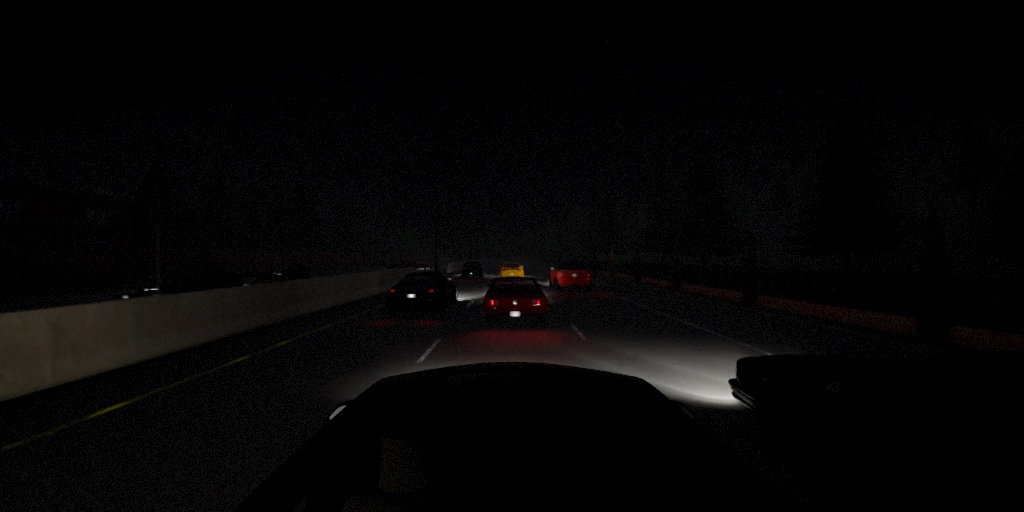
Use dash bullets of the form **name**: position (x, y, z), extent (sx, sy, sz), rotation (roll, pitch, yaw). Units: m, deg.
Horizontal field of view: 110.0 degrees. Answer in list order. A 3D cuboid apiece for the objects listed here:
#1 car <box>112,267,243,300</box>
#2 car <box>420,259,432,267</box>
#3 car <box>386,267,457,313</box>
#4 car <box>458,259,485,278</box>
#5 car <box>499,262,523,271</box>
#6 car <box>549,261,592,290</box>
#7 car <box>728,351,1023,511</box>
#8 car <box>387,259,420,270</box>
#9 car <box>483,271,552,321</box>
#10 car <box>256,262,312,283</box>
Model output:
- **car**: position (-14.113, 1.251, 15.538), extent (2.128, 1.511, 4.902), rotation (0, 0, 0)
- **car**: position (-15.003, 1.265, 61.396), extent (1.882, 1.535, 5.008), rotation (0, 0, -1)
- **car**: position (-3.405, 1.322, 14.137), extent (1.994, 1.385, 4.181), rotation (0, 0, 0)
- **car**: position (-3.665, 1.275, 33.873), extent (1.837, 1.490, 4.892), rotation (0, 0, -2)
- **car**: position (-0.066, 1.246, 30.261), extent (1.882, 1.535, 5.008), rotation (0, 0, -1)
- **car**: position (3.563, 1.115, 22.668), extent (2.097, 1.767, 4.553), rotation (0, 0, 0)
- **car**: position (3.599, 1.298, 1.958), extent (2.033, 1.411, 5.357), rotation (0, 0, 0)
- **car**: position (-10.892, 1.248, 35.604), extent (1.882, 1.535, 5.008), rotation (0, 0, -2)
- **car**: position (0.088, 1.358, 12.401), extent (1.895, 1.301, 4.718), rotation (0, 0, 0)
- **car**: position (-17.704, 1.243, 28.116), extent (1.882, 1.535, 5.008), rotation (0, 0, -1)
